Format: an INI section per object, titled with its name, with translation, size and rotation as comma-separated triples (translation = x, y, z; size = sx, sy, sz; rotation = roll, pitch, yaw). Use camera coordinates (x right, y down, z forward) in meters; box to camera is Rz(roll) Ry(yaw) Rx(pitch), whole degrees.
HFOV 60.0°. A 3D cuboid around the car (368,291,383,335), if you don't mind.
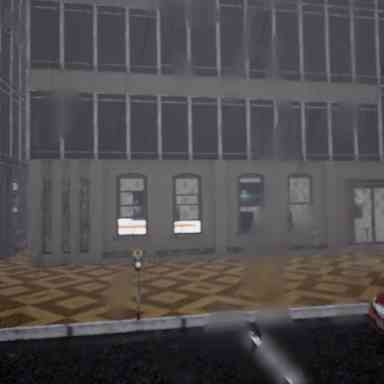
[car]
translation = 4.942, 1.708, 5.178
size = 4.206, 1.307, 1.802
rotation = -1, -2, -9
